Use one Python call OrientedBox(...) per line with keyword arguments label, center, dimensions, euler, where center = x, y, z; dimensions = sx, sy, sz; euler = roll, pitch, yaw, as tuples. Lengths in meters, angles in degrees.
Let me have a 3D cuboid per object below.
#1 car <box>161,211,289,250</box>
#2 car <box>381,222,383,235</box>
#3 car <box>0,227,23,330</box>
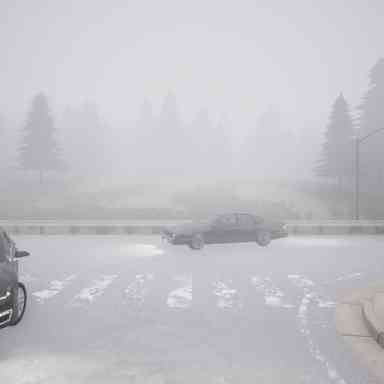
OrientedBox(label="car", center=(1.459, 1.547, 14.201), dimensions=(5.357, 1.411, 2.033), euler=(0, 0, -20))
OrientedBox(label="car", center=(11.238, 1.492, 15.079), dimensions=(4.902, 1.511, 2.128), euler=(0, 0, 0))
OrientedBox(label="car", center=(-4.457, 1.505, 6.560), dimensions=(1.837, 1.490, 4.892), euler=(0, 0, -28))
